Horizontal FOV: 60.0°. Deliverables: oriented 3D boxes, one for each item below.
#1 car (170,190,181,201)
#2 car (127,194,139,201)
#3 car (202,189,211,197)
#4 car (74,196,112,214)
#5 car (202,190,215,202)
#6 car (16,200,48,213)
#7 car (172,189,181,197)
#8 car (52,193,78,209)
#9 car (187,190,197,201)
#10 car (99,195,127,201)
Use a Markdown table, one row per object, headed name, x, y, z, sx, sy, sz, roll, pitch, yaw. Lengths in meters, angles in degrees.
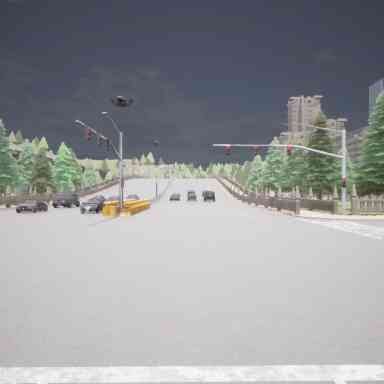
| name | x | y | z | sx | sy | sz | roll | pitch | yaw |
| --- | --- | --- | --- | --- | --- | --- | --- | --- | --- |
| car | -3.509 | 1.035 | 68.504 | 1.994 | 1.385 | 4.181 | 0 | 4 | 0 |
| car | -10.629 | 1.257 | 58.879 | 2.097 | 1.767 | 4.553 | 0 | 1 | 0 |
| car | 3.343 | 0.217 | 77.988 | 1.812 | 1.442 | 4.674 | 0 | 7 | 0 |
| car | -10.566 | 1.492 | 35.938 | 2.128 | 1.511 | 4.902 | 0 | 0 | -1 |
| car | 3.502 | 0.762 | 67.376 | 2.150 | 2.045 | 5.566 | 0 | 3 | 0 |
| car | -17.597 | 1.564 | 36.731 | 1.994 | 1.385 | 4.181 | 0 | 0 | 0 |
| car | -3.660 | 0.229 | 78.515 | 1.895 | 1.301 | 4.718 | 0 | 7 | 0 |
| car | -17.600 | 1.222 | 46.750 | 2.150 | 2.045 | 5.566 | 0 | 0 | 0 |
| car | -0.004 | 1.001 | 68.118 | 1.837 | 1.490 | 4.892 | 0 | 4 | 0 |
| car | -10.600 | 1.352 | 45.045 | 2.097 | 1.767 | 4.553 | 0 | 0 | 0 |
